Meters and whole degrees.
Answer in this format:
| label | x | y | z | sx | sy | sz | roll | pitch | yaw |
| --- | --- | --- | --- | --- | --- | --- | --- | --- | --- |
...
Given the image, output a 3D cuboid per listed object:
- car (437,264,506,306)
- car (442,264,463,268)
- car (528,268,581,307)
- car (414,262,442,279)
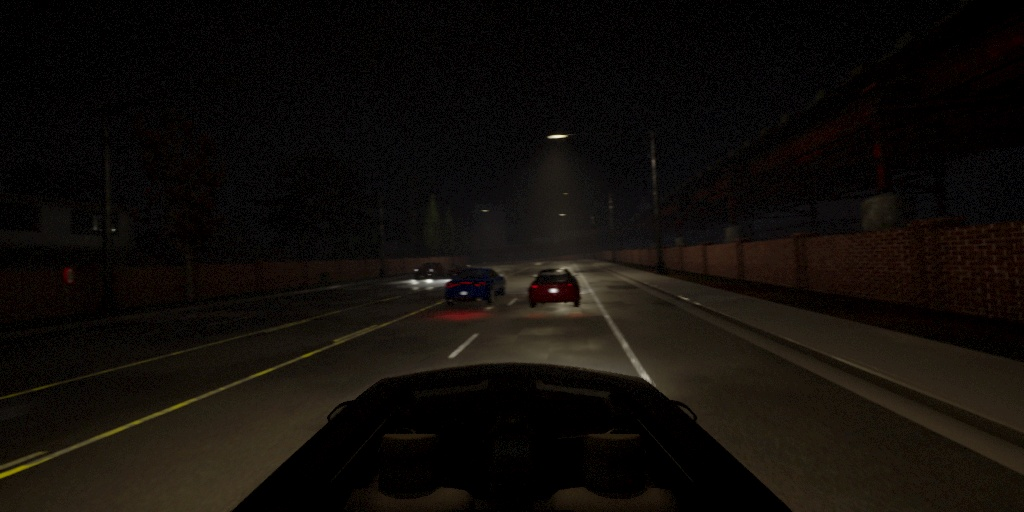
| label | x | y | z | sx | sy | sz | roll | pitch | yaw |
| --- | --- | --- | --- | --- | --- | --- | --- | --- | --- |
| car | -1.513 | 1.273 | 16.402 | 1.882 | 1.535 | 5.008 | -3 | 0 | 9 |
| car | -5.365 | 1.547 | 37.939 | 1.895 | 1.301 | 4.718 | -3 | 0 | 9 |
| car | 1.798 | 1.200 | 14.908 | 1.994 | 1.385 | 4.181 | -3 | 0 | 9 |
| car | -8.822 | 1.482 | 38.532 | 2.097 | 1.767 | 4.553 | -3 | 0 | 9 |
